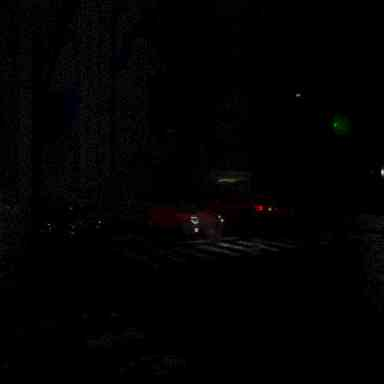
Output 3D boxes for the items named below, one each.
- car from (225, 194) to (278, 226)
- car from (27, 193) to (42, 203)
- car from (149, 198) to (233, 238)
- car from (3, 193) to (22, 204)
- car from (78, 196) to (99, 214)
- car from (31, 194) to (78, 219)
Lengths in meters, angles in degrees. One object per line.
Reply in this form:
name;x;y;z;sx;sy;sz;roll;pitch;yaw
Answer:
car;3.357;1.148;23.139;2.150;2.045;5.566;1;0;-36
car;-22.259;0.874;47.634;2.128;1.511;4.902;1;0;-36
car;-0.354;1.248;17.092;2.097;1.767;4.553;1;0;-37
car;-24.201;0.854;44.748;2.128;1.511;4.902;1;0;-35
car;-10.121;1.138;30.581;1.882;1.535;5.008;1;0;-36
car;-10.806;1.152;25.963;1.882;1.535;5.008;1;0;-36
